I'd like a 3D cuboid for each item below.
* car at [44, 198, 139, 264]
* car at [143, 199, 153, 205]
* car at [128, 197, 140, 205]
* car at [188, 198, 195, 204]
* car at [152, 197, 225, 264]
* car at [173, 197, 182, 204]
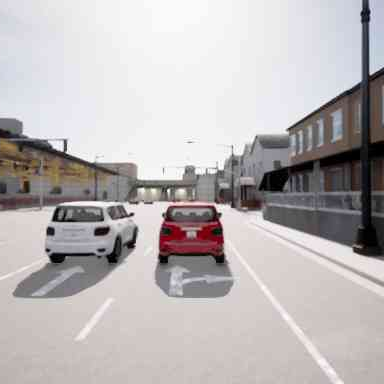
[{"bbox_3d":[-3.505,1.359,12.540,2.150,2.045,5.566,0,0,0],"label":"car"},{"bbox_3d":[-10.582,2.391,80.299,2.033,1.411,5.357,0,-1,0],"label":"car"},{"bbox_3d":[-14.082,2.207,80.327,2.097,1.767,4.553,0,-1,0],"label":"car"},{"bbox_3d":[-0.084,2.219,82.039,1.837,1.490,4.892,0,-1,0],"label":"car"},{"bbox_3d":[-0.006,1.359,12.557,2.150,2.045,5.566,0,0,0],"label":"car"},{"bbox_3d":[-3.584,2.073,82.007,2.097,1.767,4.553,0,-1,0],"label":"car"}]
